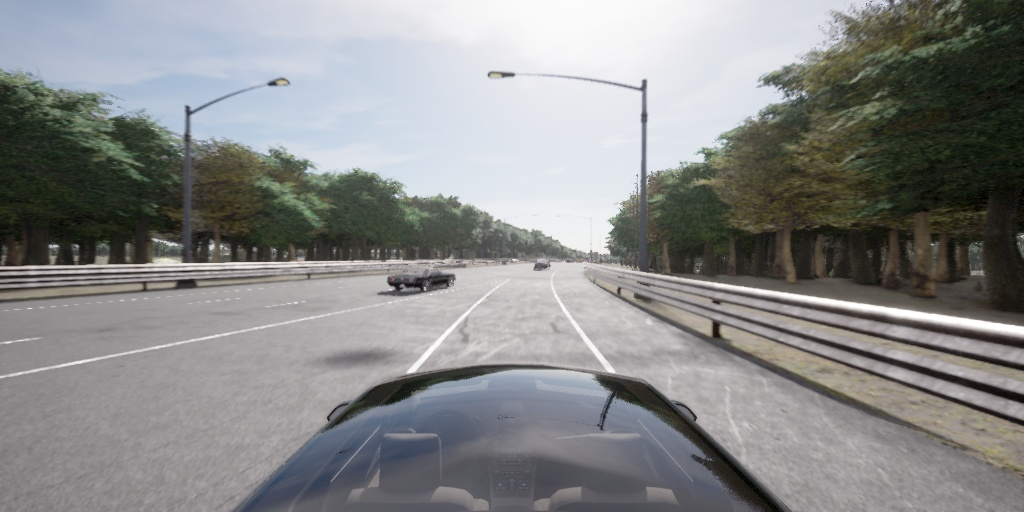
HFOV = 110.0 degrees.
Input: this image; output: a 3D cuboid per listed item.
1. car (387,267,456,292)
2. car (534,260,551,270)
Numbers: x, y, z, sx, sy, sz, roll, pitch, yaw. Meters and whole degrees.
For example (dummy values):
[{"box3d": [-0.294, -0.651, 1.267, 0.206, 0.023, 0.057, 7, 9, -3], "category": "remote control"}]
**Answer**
[{"box3d": [-5.041, 1.291, 20.796, 1.895, 1.301, 4.718, 0, 0, 18], "category": "car"}, {"box3d": [4.519, 1.269, 53.096, 1.812, 1.442, 4.674, 0, 0, 16], "category": "car"}]
